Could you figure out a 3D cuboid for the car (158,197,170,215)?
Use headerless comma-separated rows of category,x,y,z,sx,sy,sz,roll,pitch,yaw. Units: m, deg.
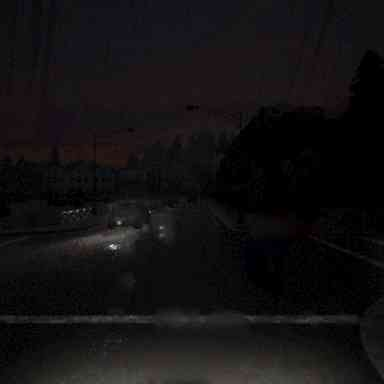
car,-3.577,1.515,33.522,1.812,1.442,4.674,0,0,0

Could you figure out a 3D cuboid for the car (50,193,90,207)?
car,-17.225,1.097,46.391,4.605,1.855,1.932,0,0,0

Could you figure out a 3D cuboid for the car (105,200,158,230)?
car,-3.903,1.487,21.366,2.128,1.511,4.902,0,0,6

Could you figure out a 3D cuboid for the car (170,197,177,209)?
car,-3.558,1.532,46.642,2.033,1.411,5.357,0,0,0

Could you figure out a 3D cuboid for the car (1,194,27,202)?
car,-35.013,1.091,65.238,4.605,1.855,1.932,0,0,0

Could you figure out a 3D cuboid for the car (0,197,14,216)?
car,-17.370,1.380,27.808,3.633,1.501,1.845,0,0,0

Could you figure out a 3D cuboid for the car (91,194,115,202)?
car,-17.630,1.148,62.091,5.027,1.636,2.152,0,0,0

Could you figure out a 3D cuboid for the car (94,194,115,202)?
car,-17.951,1.225,68.509,3.806,1.475,1.970,0,0,0

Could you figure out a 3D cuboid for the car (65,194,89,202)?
car,-24.999,1.290,72.175,4.514,1.523,2.007,0,0,0

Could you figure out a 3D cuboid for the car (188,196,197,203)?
car,0.138,1.578,69.227,1.895,1.301,4.718,0,0,0
